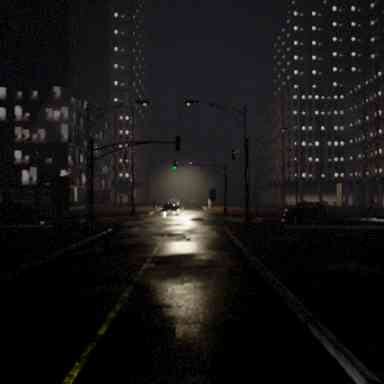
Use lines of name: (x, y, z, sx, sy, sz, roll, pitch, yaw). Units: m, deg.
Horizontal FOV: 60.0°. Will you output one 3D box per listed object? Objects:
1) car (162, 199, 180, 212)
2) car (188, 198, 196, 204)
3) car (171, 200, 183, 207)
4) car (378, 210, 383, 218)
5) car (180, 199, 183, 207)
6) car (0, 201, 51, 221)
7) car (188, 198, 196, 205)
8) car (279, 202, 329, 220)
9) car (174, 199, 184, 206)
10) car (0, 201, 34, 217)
car: (-3.107, 2.079, 47.365, 1.994, 1.385, 4.181, 0, -1, -1)
car: (0.001, 2.317, 87.704, 2.033, 1.411, 5.357, 0, -1, 0)
car: (-3.013, 2.270, 66.783, 2.033, 1.411, 5.357, 0, -1, 0)
car: (20.828, 2.033, 33.007, 4.181, 1.385, 1.994, 0, -1, -1)
car: (-3.080, 1.965, 56.523, 2.097, 1.767, 4.553, 0, -1, 0)
car: (-15.051, 1.721, 29.226, 5.008, 1.535, 1.882, 0, -1, -2)
car: (0.002, 2.427, 77.728, 1.895, 1.301, 4.718, 0, -1, 0)
car: (10.940, 1.775, 32.841, 4.553, 1.767, 2.097, 0, -1, -1)
car: (-2.999, 2.371, 77.092, 2.033, 1.411, 5.357, 0, -1, 0)
car: (-19.204, 1.746, 35.081, 4.097, 1.590, 1.967, 0, -1, -1)
